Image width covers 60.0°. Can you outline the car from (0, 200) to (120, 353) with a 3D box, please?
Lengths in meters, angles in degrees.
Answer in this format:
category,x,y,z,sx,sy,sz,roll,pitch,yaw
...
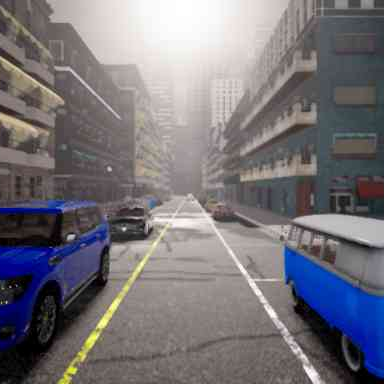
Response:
category,x,y,z,sx,sy,sz,roll,pitch,yaw
car,-3.128,1.226,6.484,2.150,2.045,5.566,0,0,0

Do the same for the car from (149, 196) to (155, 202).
category,x,y,z,sx,sy,sz,roll,pitch,yaw
car,-5.877,1.536,38.859,2.008,1.369,4.403,-1,0,0

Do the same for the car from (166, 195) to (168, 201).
category,x,y,z,sx,sy,sz,roll,pitch,yaw
car,-6.042,1.518,61.267,2.008,1.369,4.403,-1,0,0

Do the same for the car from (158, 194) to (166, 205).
category,x,y,z,sx,sy,sz,roll,pitch,yaw
car,-5.997,1.287,55.665,2.192,1.841,5.009,-1,0,0

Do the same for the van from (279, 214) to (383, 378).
category,x,y,z,sx,sy,sz,roll,pitch,yaw
van,2.654,1.328,5.265,1.690,1.788,3.998,-1,0,0

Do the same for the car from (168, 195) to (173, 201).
category,x,y,z,sx,sy,sz,roll,pitch,yaw
car,-6.128,1.537,78.073,1.802,1.307,4.206,-1,0,0

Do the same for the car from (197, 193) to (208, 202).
category,x,y,z,sx,sy,sz,roll,pitch,yaw
car,2.280,1.247,72.489,2.192,1.841,5.009,-1,0,0

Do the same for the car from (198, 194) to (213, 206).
category,x,y,z,sx,sy,sz,roll,pitch,yaw
car,2.404,1.264,50.081,2.192,1.841,5.009,-1,0,0

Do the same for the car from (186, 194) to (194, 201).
category,x,y,z,sx,sy,sz,roll,pitch,yaw
car,-0.462,1.443,84.261,1.812,1.442,4.674,0,0,0

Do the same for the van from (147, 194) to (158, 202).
category,x,y,z,sx,sy,sz,roll,pitch,yaw
van,-5.912,1.322,44.461,1.690,1.788,3.998,-1,0,0

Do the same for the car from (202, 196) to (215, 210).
category,x,y,z,sx,sy,sz,roll,pitch,yaw
car,2.469,1.483,39.047,1.752,1.417,4.829,-1,0,0

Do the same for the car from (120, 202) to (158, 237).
category,x,y,z,sx,sy,sz,roll,pitch,yaw
car,-3.181,1.500,17.998,1.837,1.490,4.892,0,0,0

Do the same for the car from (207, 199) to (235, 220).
category,x,y,z,sx,sy,sz,roll,pitch,yaw
car,2.533,1.549,27.673,1.802,1.307,4.206,-1,0,0

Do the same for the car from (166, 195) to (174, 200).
category,x,y,z,sx,sy,sz,roll,pitch,yaw
car,-6.221,1.493,94.879,2.008,1.369,4.403,-1,0,0

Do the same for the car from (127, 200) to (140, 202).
category,x,y,z,sx,sy,sz,roll,pitch,yaw
car,-5.814,1.576,27.656,1.802,1.307,4.206,-1,0,0

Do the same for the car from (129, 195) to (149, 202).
category,x,y,z,sx,sy,sz,roll,pitch,yaw
car,-5.848,1.430,33.257,1.967,1.590,4.097,-1,0,0

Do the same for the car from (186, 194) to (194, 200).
category,x,y,z,sx,sy,sz,roll,pitch,yaw
car,-0.518,1.350,94.302,2.128,1.511,4.902,0,0,0

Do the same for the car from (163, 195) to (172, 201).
category,x,y,z,sx,sy,sz,roll,pitch,yaw
car,-6.159,1.532,83.675,1.802,1.307,4.206,-1,0,0
